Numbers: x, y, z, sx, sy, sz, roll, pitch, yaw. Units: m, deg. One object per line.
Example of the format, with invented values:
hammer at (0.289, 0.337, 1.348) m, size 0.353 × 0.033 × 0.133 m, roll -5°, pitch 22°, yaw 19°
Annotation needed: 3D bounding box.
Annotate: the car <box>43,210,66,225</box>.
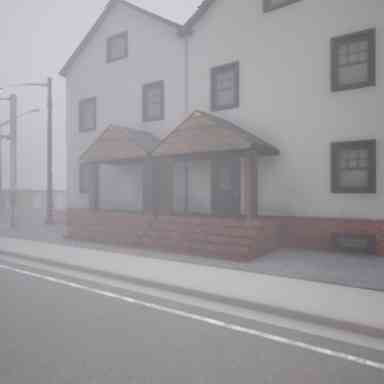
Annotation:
car at (-11.552, 2.934, 32.380) m, size 2.150 × 2.045 × 5.566 m, roll 0°, pitch -9°, yaw 36°
